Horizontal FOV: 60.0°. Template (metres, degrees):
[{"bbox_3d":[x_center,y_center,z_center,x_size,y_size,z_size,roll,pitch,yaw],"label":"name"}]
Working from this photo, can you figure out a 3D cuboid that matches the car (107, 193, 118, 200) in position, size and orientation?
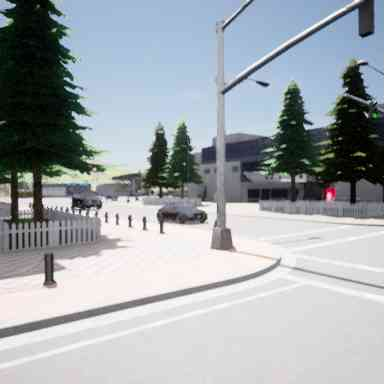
[{"bbox_3d":[-18.172,1.044,75.516,1.845,1.501,3.633,-1,0,-37],"label":"car"}]

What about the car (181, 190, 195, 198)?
[{"bbox_3d":[-1.064,0.494,88.514,1.905,1.878,3.866,-1,0,-37],"label":"car"}]

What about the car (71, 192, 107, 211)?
[{"bbox_3d":[-12.340,1.090,38.767,2.150,2.045,5.566,-1,0,-37],"label":"car"}]

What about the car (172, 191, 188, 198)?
[{"bbox_3d":[-3.154,0.549,86.455,1.932,1.855,4.605,-1,0,-37],"label":"car"}]

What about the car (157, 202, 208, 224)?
[{"bbox_3d":[-0.754,1.427,23.323,1.994,1.385,4.181,-1,1,-37],"label":"car"}]

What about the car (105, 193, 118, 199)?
[{"bbox_3d":[-20.190,1.020,83.255,1.970,1.475,3.806,-1,0,-37],"label":"car"}]
